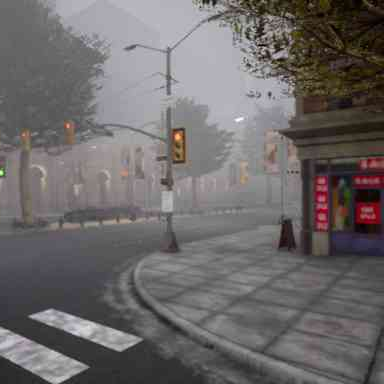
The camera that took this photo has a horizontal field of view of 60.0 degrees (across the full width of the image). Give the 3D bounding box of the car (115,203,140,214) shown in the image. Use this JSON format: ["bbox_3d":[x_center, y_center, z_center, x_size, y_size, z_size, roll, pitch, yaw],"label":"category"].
[{"bbox_3d":[-8.906,2.090,42.198,1.895,1.301,4.718,-1,-1,35],"label":"car"}]

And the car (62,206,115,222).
[{"bbox_3d":[-9.430,1.937,29.899,1.994,1.385,4.181,-1,-1,35],"label":"car"}]
